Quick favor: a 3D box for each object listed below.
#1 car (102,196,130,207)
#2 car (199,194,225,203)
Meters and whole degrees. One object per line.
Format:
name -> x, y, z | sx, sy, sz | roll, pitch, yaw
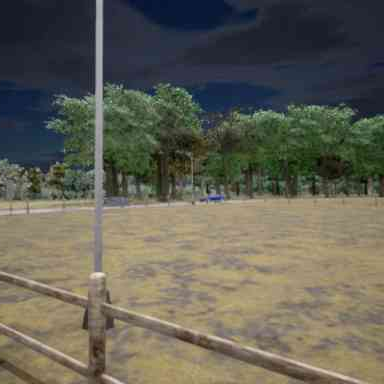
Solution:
car -> -10.358, 1.284, 44.257 | 1.994, 1.385, 4.181 | -2, -1, 42
car -> 3.467, 1.078, 57.249 | 5.008, 1.535, 1.882 | -1, -1, -37
